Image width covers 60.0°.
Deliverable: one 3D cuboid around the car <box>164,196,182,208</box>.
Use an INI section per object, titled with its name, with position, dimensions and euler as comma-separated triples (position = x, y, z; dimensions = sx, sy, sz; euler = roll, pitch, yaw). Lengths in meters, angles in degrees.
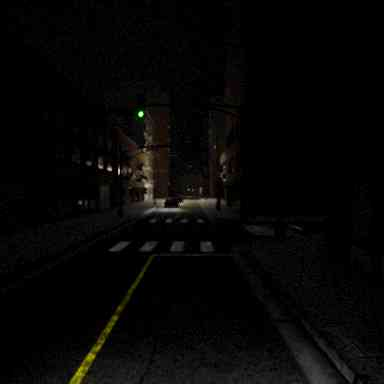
[car]
position = -2.806, 1.482, 45.614
dimensions = 1.895, 1.301, 4.718
euler = 0, 0, 0
